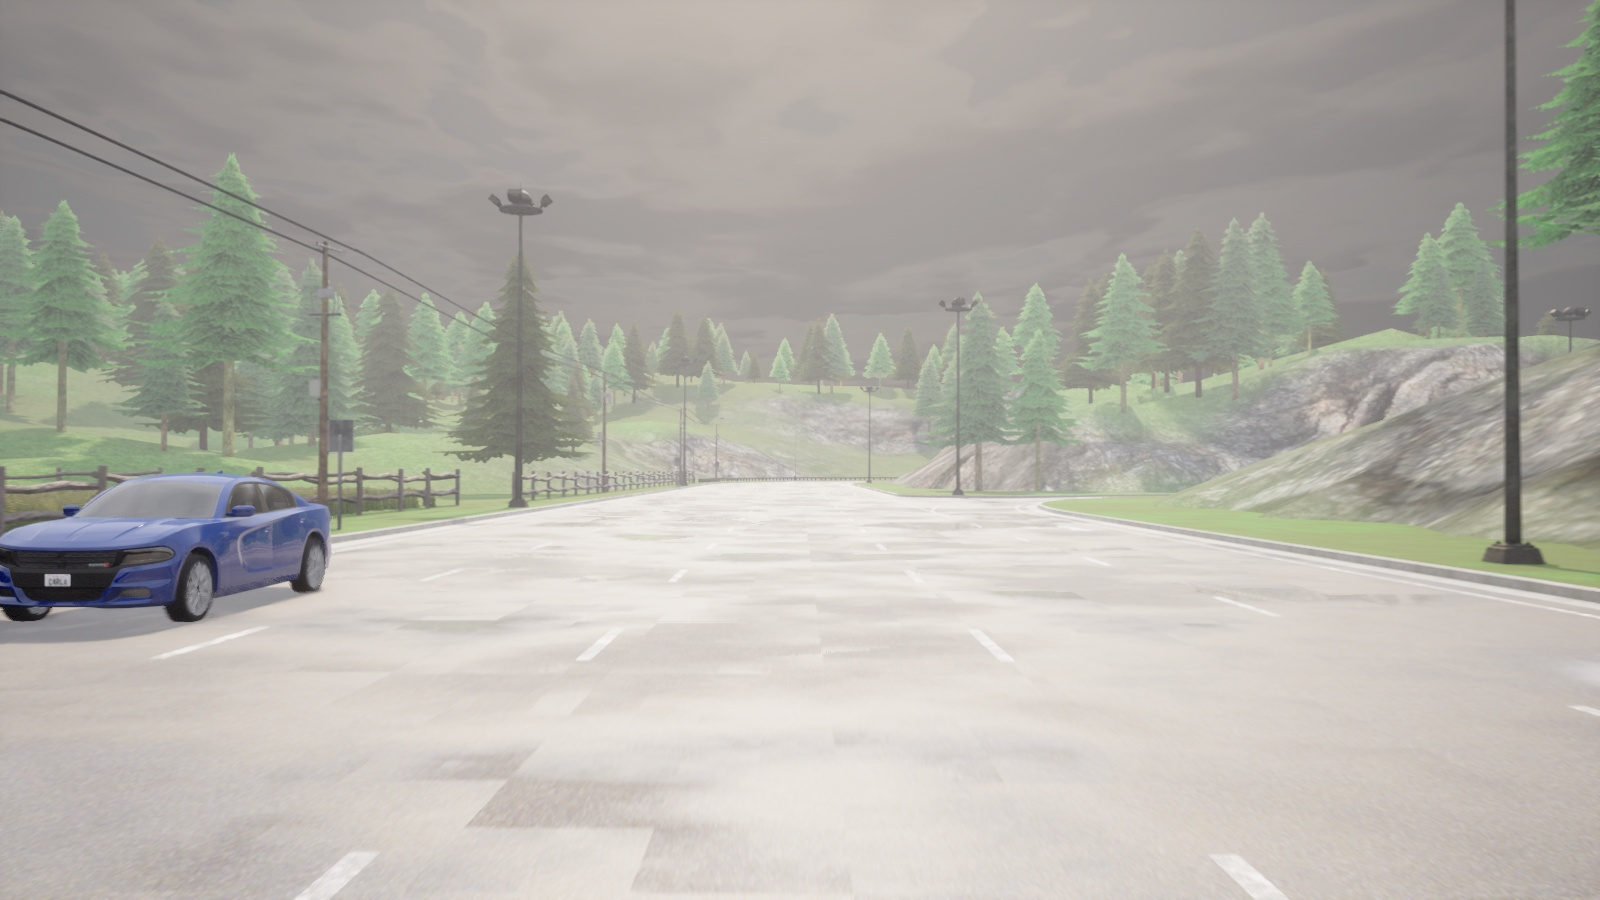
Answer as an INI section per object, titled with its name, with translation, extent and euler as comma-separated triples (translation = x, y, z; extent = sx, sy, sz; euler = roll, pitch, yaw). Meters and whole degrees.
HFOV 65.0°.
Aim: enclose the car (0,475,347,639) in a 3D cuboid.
[car]
translation = -7.034, 1.061, 14.402
extent = 1.882, 1.535, 5.008
euler = 0, -1, 0
